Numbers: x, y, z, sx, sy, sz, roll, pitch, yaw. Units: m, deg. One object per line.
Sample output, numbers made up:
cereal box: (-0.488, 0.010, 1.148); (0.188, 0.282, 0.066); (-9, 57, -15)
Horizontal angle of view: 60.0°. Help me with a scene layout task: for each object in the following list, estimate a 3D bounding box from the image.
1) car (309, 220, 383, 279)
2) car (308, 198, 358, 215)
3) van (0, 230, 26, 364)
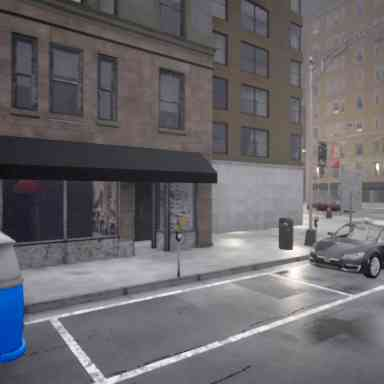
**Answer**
car: (5.326, 1.560, 10.002); (4.403, 1.369, 2.008); (0, 0, -36)
car: (14.267, 1.419, 33.852); (1.882, 1.535, 5.008); (0, 0, -36)
van: (-3.885, 1.340, 3.416); (3.998, 1.788, 1.690); (0, 0, -36)
